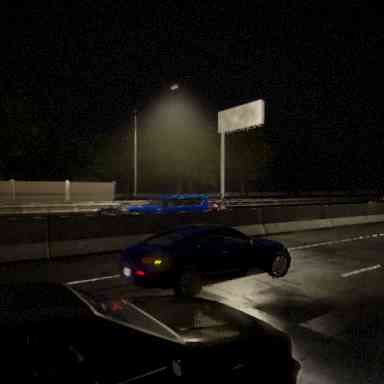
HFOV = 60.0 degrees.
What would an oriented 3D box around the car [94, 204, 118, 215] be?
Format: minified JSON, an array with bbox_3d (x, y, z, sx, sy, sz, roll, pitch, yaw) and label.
[{"bbox_3d":[-3.646,1.544,22.909,5.357,1.411,2.033,0,0,-36],"label":"car"}]

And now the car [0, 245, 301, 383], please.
[{"bbox_3d":[-1.470,1.547,2.705,5.357,1.411,2.033,0,0,-35],"label":"car"}]

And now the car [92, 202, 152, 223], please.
[{"bbox_3d":[-5.433,1.561,25.935,4.181,1.385,1.994,0,0,-36],"label":"car"}]

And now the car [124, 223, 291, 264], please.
[{"bbox_3d":[0.492,1.524,8.406,4.674,1.442,1.812,0,0,-36],"label":"car"}]

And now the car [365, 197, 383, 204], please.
[{"bbox_3d":[27.814,1.457,49.948,4.902,1.511,2.128,0,0,-36],"label":"car"}]

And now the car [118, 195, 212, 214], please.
[{"bbox_3d":[-1.306,1.220,20.279,5.566,2.045,2.150,0,0,-36],"label":"car"}]
